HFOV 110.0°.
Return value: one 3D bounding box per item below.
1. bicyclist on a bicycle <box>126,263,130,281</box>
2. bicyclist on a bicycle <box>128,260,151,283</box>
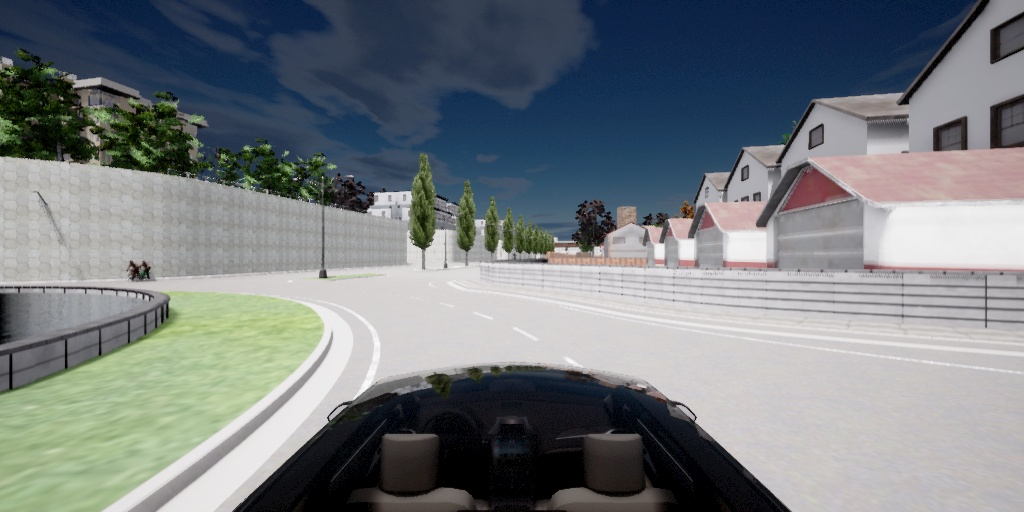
[{"bbox_3d":[-28.474,1.126,26.997,0.582,1.620,1.656,0,10,-19],"label":"bicyclist on a bicycle"},{"bbox_3d":[-27.909,1.153,27.220,0.582,1.620,1.656,9,3,-17],"label":"bicyclist on a bicycle"}]
